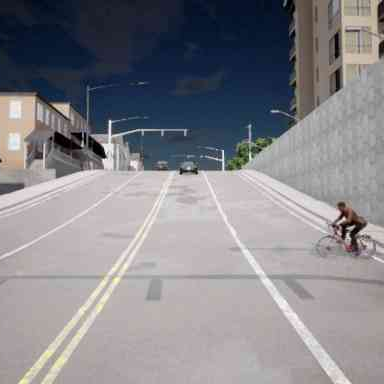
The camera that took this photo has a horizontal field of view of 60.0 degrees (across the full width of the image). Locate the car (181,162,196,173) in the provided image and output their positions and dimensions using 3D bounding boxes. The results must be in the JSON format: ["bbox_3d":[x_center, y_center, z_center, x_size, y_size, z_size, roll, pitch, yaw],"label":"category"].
[{"bbox_3d":[-0.504,-3.495,47.268,1.994,1.385,4.181,0,2,0],"label":"car"}]

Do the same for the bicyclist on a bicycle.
[{"bbox_3d":[4.291,1.085,9.221,1.656,1.620,0.582,0,4,-1],"label":"bicyclist on a bicycle"}]

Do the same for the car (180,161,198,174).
[{"bbox_3d":[-0.351,-2.746,36.731,1.994,1.385,4.181,0,8,0],"label":"car"}]

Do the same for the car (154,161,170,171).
[{"bbox_3d":[-4.048,-3.499,45.797,1.837,1.490,4.892,0,1,0],"label":"car"}]
